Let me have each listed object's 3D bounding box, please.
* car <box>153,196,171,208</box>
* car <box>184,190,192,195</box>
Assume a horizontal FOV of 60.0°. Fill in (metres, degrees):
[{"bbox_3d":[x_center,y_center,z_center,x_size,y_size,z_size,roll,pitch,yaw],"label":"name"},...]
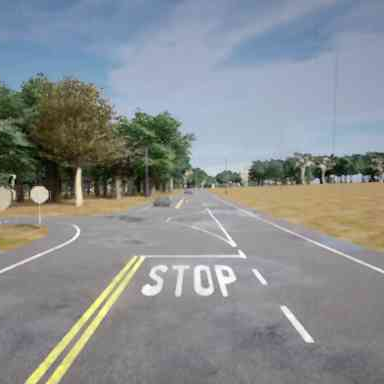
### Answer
[{"bbox_3d":[-3.514,1.126,39.792,1.994,1.385,4.181,0,1,0],"label":"car"},{"bbox_3d":[-1.071,0.102,90.585,1.994,1.385,4.181,0,1,7],"label":"car"}]
